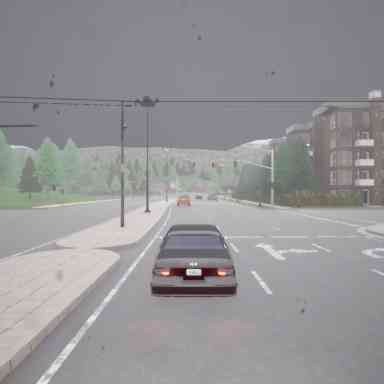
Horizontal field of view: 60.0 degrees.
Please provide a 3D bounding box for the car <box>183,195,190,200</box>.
[{"bbox_3d":[-1.548,1.524,95.484,1.812,1.442,4.674,0,0,0],"label":"car"}]

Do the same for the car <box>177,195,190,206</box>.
[{"bbox_3d":[-1.359,1.352,54.481,2.097,1.767,4.553,0,0,-1],"label":"car"}]

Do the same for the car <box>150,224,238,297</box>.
[{"bbox_3d":[0.042,1.547,8.736,2.033,1.411,5.357,0,0,0],"label":"car"}]

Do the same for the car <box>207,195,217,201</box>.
[{"bbox_3d":[5.475,1.539,85.353,2.033,1.411,5.357,0,0,0],"label":"car"}]
